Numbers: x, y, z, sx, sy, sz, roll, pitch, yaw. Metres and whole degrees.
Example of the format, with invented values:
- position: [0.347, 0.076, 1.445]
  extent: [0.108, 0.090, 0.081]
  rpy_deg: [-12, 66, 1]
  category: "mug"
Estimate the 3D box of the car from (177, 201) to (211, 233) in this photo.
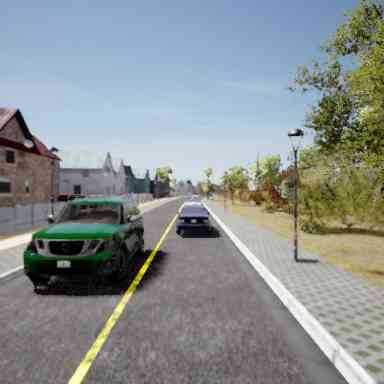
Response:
- position: [0.089, 1.473, 18.938]
  extent: [2.033, 1.411, 5.357]
  rpy_deg: [0, 0, 0]
  category: "car"

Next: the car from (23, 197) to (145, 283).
- position: [-2.754, 1.183, 9.898]
  extent: [2.150, 2.045, 5.566]
  rpy_deg: [0, 0, 0]
  category: "car"

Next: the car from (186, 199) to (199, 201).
- position: [0.083, 1.451, 37.729]
  extent: [1.895, 1.301, 4.718]
  rpy_deg: [0, 0, 0]
  category: "car"
